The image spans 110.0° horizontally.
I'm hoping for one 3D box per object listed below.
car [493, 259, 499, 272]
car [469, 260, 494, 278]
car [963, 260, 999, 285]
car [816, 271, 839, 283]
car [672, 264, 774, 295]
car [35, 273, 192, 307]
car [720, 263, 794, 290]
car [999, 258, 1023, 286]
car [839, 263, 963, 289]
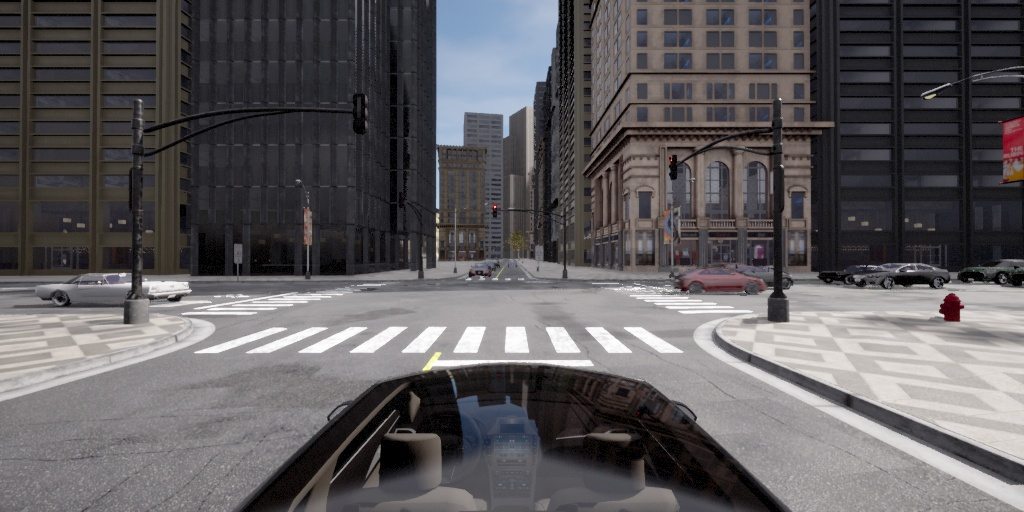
[{"bbox_3d":[-3.085,1.379,47.819,1.994,1.385,4.181,0,0,0],"label":"car"},{"bbox_3d":[-2.999,1.349,34.131,1.994,1.385,4.181,0,0,-2],"label":"car"},{"bbox_3d":[34.203,1.043,24.966,4.553,1.767,2.097,0,0,0],"label":"car"},{"bbox_3d":[24.237,1.315,24.965,4.718,1.301,1.895,0,0,0],"label":"car"},{"bbox_3d":[10.653,1.266,18.665,4.181,1.385,1.994,0,0,5],"label":"car"},{"bbox_3d":[-16.383,1.366,14.952,4.718,1.301,1.895,0,0,0],"label":"car"},{"bbox_3d":[14.467,1.279,21.696,4.181,1.385,1.994,0,0,0],"label":"car"},{"bbox_3d":[33.338,1.021,21.716,4.553,1.767,2.097,0,0,0],"label":"car"},{"bbox_3d":[23.379,1.184,21.710,4.902,1.511,2.128,0,0,0],"label":"car"}]
